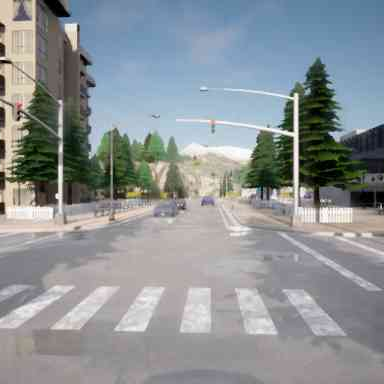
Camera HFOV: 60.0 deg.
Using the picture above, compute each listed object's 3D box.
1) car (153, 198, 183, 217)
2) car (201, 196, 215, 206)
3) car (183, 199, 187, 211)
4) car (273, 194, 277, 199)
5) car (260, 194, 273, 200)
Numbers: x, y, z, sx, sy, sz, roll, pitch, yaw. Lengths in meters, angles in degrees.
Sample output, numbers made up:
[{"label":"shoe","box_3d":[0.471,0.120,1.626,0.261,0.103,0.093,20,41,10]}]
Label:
[{"label":"car","box_3d":[-2.382,1.576,31.883,2.033,1.411,5.357,0,0,4]},{"label":"car","box_3d":[2.576,1.376,53.865,2.097,1.767,4.553,0,0,4]},{"label":"car","box_3d":[-1.749,1.518,41.948,2.128,1.511,4.902,0,0,4]},{"label":"car","box_3d":[21.842,1.401,89.724,1.970,1.475,3.806,0,0,4]},{"label":"car","box_3d":[18.337,1.392,82.536,1.845,1.501,3.633,0,0,4]}]
